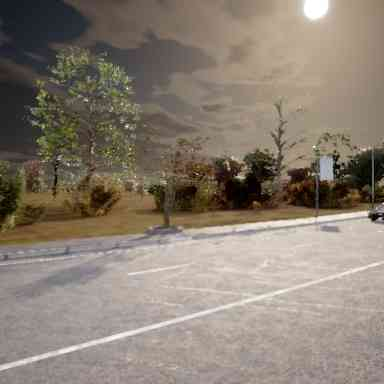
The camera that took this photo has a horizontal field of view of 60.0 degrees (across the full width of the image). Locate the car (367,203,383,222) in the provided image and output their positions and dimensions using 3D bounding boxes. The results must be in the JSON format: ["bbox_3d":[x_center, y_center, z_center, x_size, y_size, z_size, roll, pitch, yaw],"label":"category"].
[{"bbox_3d":[15.284,1.500,25.376,5.357,1.411,2.033,0,0,-43],"label":"car"}]
